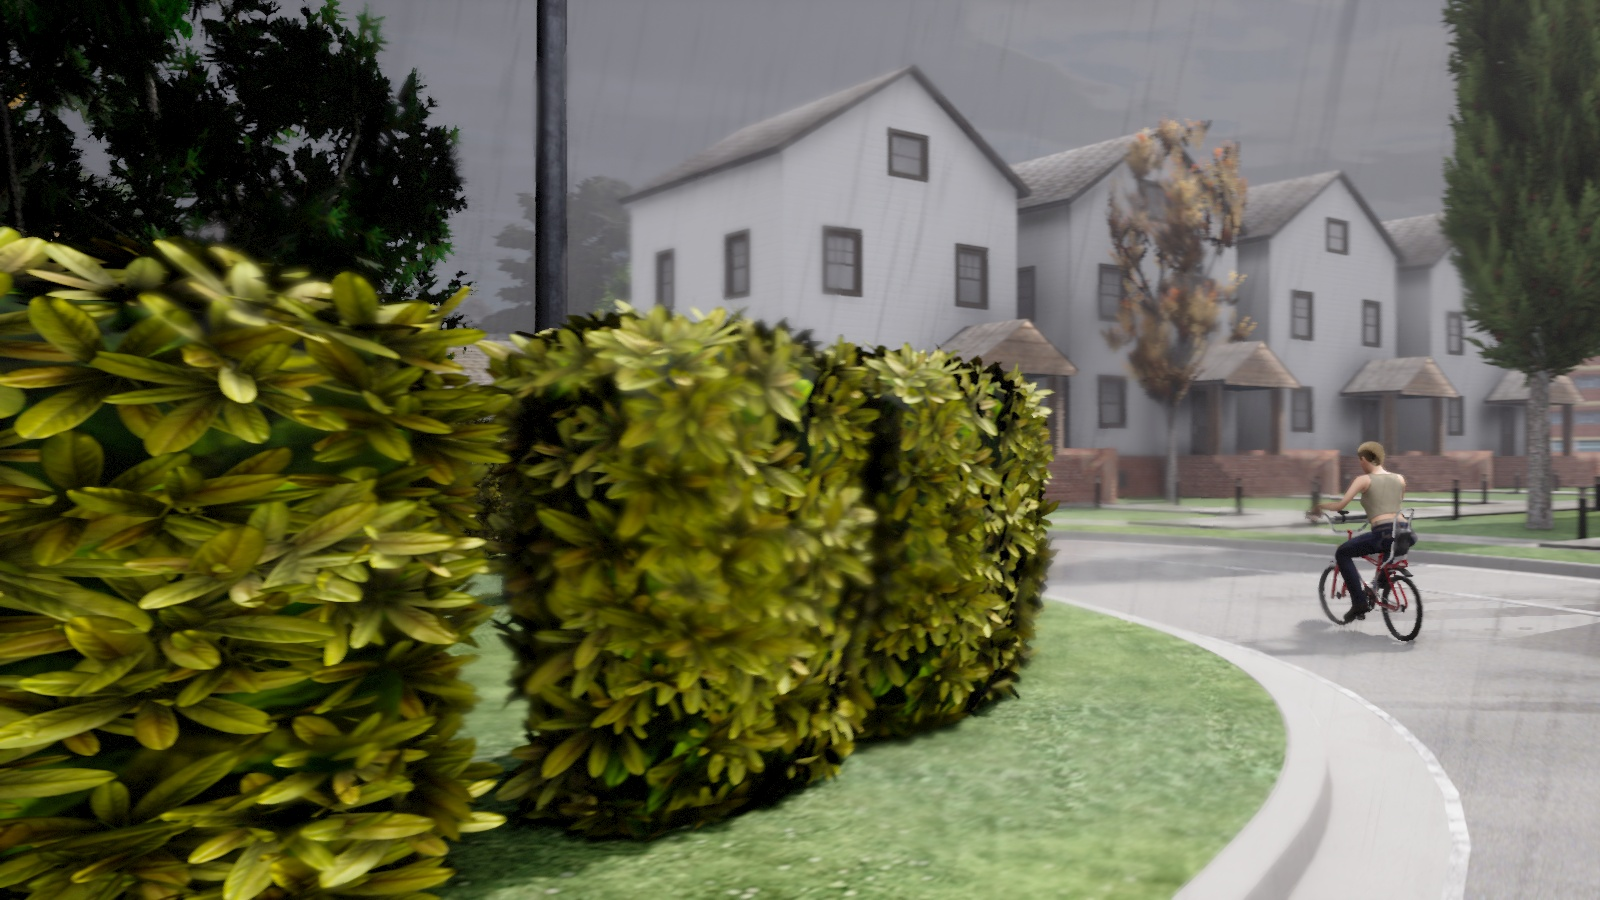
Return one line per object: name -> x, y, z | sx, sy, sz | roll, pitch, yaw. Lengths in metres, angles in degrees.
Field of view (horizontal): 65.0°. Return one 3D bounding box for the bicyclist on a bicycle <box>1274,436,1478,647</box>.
bicyclist on a bicycle -> 4.777, 0.714, 10.545 | 0.866, 1.612, 1.509 | -1, 0, -6
